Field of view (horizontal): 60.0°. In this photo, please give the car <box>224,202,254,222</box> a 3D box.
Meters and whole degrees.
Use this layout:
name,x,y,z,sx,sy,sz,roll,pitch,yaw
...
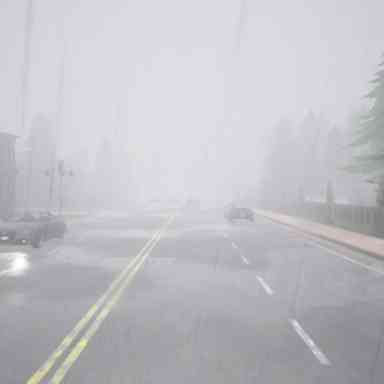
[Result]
name,x,y,z,sx,sy,sz,roll,pitch,yaw
car,3.600,1.508,25.871,1.812,1.442,4.674,0,0,0

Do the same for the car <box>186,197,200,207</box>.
name,x,y,z,sx,sy,sz,roll,pitch,yaw
car,0.096,1.445,49.495,1.882,1.535,5.008,0,0,0

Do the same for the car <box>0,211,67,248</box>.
name,x,y,z,sx,sy,sz,roll,pitch,yaw
car,-7.087,1.555,14.586,1.994,1.385,4.181,0,0,0

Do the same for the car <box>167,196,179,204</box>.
name,x,y,z,sx,sy,sz,roll,pitch,yaw
car,-3.518,1.462,62.680,1.837,1.490,4.892,0,0,0

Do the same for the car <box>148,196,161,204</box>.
name,x,y,z,sx,sy,sz,roll,pitch,yaw
car,-7.019,1.522,62.692,1.994,1.385,4.181,0,0,0
